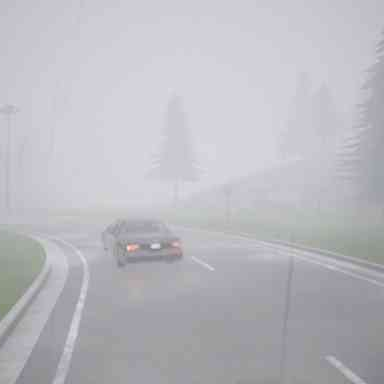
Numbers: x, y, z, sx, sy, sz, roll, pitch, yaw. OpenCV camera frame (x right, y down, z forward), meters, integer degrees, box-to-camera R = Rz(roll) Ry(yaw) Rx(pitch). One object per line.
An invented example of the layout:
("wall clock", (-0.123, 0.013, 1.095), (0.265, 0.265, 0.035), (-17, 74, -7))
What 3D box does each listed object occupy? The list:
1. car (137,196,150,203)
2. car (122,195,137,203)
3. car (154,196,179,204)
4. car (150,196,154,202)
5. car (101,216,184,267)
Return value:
("car", (-8.579, 1.529, 70.689), (2.128, 1.511, 4.902), (0, 0, 41))
("car", (-12.761, 1.502, 71.216), (1.837, 1.490, 4.892), (0, 0, 41))
("car", (-4.487, 1.531, 64.768), (1.812, 1.442, 4.674), (0, 0, 42))
("car", (-5.866, 1.560, 68.477), (1.994, 1.385, 4.181), (0, 0, 41))
("car", (-1.938, 1.548, 11.544), (2.033, 1.411, 5.357), (0, 0, -22))
